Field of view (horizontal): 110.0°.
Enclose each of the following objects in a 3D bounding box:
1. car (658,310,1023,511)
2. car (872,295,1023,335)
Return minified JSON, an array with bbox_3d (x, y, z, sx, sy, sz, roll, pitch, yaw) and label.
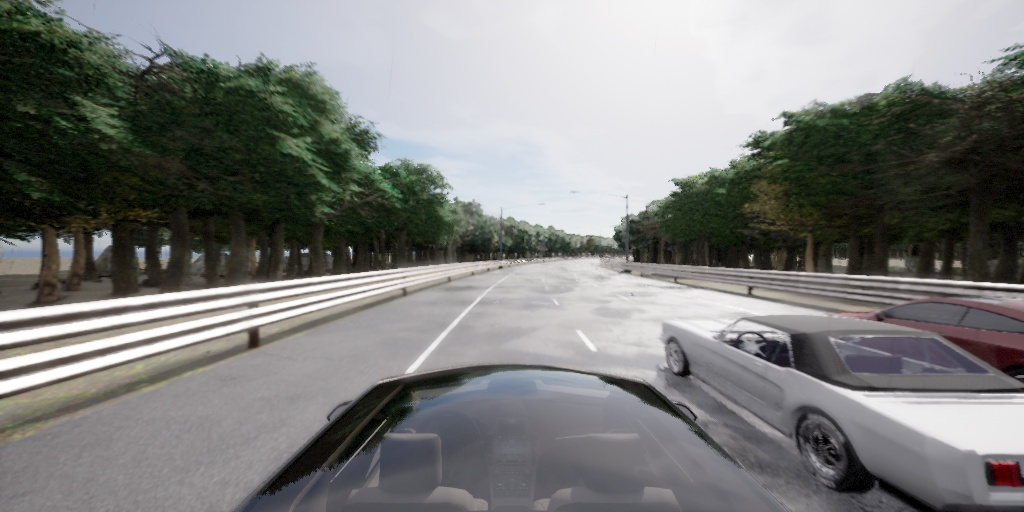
[{"bbox_3d":[3.616,1.377,4.490,1.895,1.301,4.718,0,0,0],"label":"car"},{"bbox_3d":[7.143,1.326,5.559,1.812,1.442,4.674,0,0,0],"label":"car"}]
